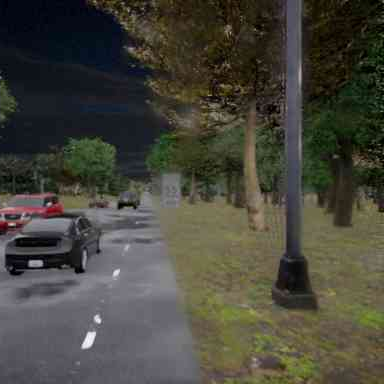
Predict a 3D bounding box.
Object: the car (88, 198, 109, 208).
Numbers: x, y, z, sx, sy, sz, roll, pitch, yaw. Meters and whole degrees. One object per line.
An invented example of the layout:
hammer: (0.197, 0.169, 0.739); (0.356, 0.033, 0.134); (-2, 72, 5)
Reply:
car: (-11.416, 1.427, 40.651); (1.895, 1.301, 4.718); (0, 0, -7)

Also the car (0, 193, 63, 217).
car: (-8.577, 1.111, 17.923); (2.150, 2.045, 5.566); (0, 0, -7)

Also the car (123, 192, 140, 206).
car: (-9.107, 1.043, 50.574); (2.150, 2.045, 5.566); (0, 0, -7)

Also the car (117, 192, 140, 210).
car: (-7.700, 1.050, 39.874); (2.150, 2.045, 5.566); (0, 0, -7)

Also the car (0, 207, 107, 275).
car: (-3.957, 1.419, 10.165); (1.837, 1.490, 4.892); (0, 0, -7)
